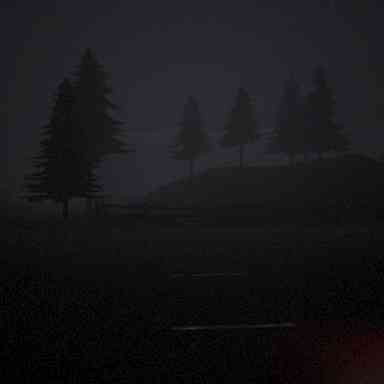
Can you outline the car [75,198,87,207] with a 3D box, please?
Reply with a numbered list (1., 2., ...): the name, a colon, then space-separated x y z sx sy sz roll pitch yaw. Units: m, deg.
1. car: -16.226 1.521 49.885 1.812 1.442 4.674 1 0 -12
